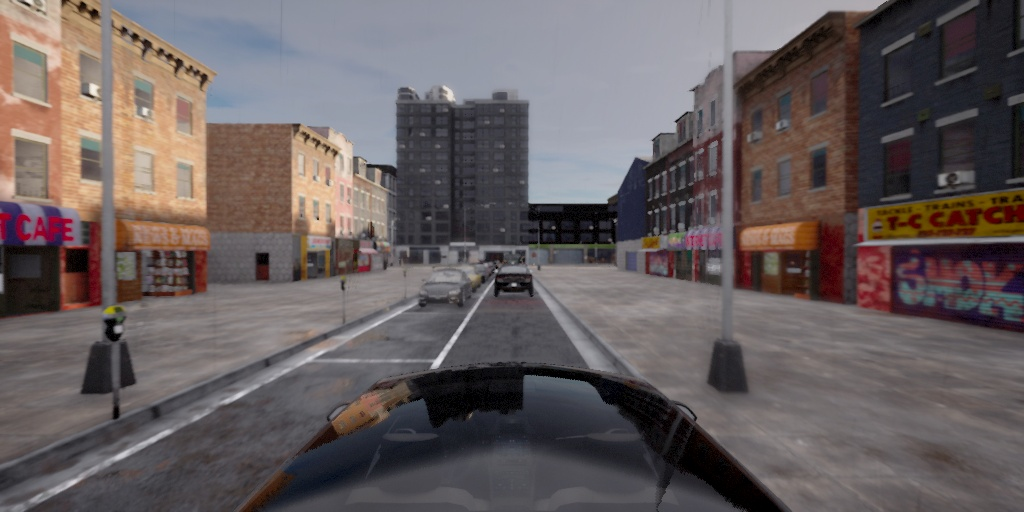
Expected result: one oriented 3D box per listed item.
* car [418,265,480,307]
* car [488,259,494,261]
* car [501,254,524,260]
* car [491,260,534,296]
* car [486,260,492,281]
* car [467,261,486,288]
[{"bbox_3d":[-2.642,1.232,14.932,2.007,1.370,4.403,0,0,0],"label":"car"},{"bbox_3d":[-2.647,1.179,31.287,1.802,1.307,4.207,0,0,0],"label":"car"},{"bbox_3d":[0.088,0.789,36.806,2.150,2.045,5.566,0,0,0],"label":"car"},{"bbox_3d":[0.095,1.139,18.755,1.882,1.535,5.008,0,0,0],"label":"car"},{"bbox_3d":[-2.646,1.191,25.836,1.948,1.339,4.313,0,0,0],"label":"car"},{"bbox_3d":[-2.644,1.179,20.213,1.751,1.417,4.829,0,0,0],"label":"car"}]
